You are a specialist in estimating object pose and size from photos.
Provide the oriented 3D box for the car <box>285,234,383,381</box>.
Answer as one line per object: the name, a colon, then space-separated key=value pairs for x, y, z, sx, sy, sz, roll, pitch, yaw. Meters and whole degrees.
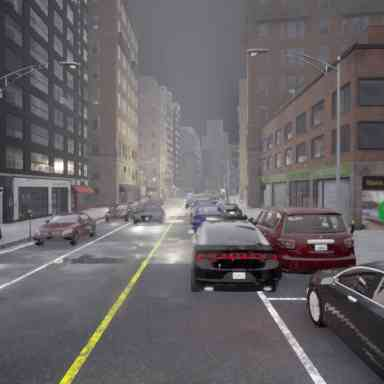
car: x=2.861 y=1.550 z=4.262 sx=2.008 sy=1.369 sz=4.403 roll=-1 pitch=0 yaw=0

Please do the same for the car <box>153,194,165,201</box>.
car: x=-5.560 y=1.287 z=48.326 sx=2.192 sy=1.841 sz=5.009 roll=-1 pitch=0 yaw=0

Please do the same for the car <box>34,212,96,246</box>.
car: x=-5.637 y=1.579 z=15.280 sx=1.802 sy=1.307 sz=4.206 roll=-1 pitch=0 yaw=0

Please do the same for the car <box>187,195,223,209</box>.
car: x=0.900 y=1.344 z=24.917 sx=2.097 sy=1.767 sz=4.553 roll=0 pitch=0 yaw=0

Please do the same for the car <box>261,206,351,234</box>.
car: x=2.872 y=1.313 z=9.768 sx=2.192 sy=1.841 sz=5.009 roll=-1 pitch=0 yaw=0

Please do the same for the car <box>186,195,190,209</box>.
car: x=0.136 y=1.540 z=44.864 sx=1.994 sy=1.385 sz=4.181 roll=0 pitch=0 yaw=0

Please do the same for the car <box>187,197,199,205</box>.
car: x=0.140 y=1.563 z=57.022 sx=1.895 sy=1.301 sz=4.718 roll=0 pitch=0 yaw=0

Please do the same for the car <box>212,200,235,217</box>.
car: x=2.928 y=1.513 z=31.963 sx=1.752 sy=1.417 sz=4.829 roll=-1 pitch=0 yaw=0

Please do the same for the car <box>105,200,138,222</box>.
car: x=-5.611 y=1.574 z=26.295 sx=1.802 sy=1.307 sz=4.206 roll=-1 pitch=0 yaw=0

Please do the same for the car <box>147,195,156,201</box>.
car: x=-5.585 y=1.424 z=37.310 sx=1.967 sy=1.590 sz=4.097 roll=-1 pitch=0 yaw=0

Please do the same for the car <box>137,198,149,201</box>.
car: x=-5.597 y=1.570 z=31.803 sx=1.802 sy=1.307 sz=4.206 roll=-1 pitch=0 yaw=0

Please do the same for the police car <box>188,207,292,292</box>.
police car: x=0.922 y=1.423 z=9.056 sx=1.930 sy=1.638 sz=5.238 roll=0 pitch=0 yaw=0

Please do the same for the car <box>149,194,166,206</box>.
car: x=-5.546 y=1.281 z=53.834 sx=2.192 sy=1.841 sz=5.009 roll=-1 pitch=0 yaw=0

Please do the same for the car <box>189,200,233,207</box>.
car: x=0.946 y=1.473 z=18.947 sx=1.882 sy=1.535 sz=5.008 roll=0 pitch=0 yaw=0

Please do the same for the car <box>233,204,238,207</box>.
car: x=2.914 y=1.557 z=26.287 sx=1.947 sy=1.339 sz=4.313 roll=-1 pitch=0 yaw=0

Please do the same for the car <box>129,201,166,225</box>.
car: x=-2.943 y=1.557 z=23.721 sx=1.994 sy=1.385 sz=4.181 roll=0 pitch=0 yaw=0

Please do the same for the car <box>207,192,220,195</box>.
car: x=5.974 y=1.452 z=92.640 sx=1.947 sy=1.339 sz=4.313 roll=0 pitch=0 yaw=9
